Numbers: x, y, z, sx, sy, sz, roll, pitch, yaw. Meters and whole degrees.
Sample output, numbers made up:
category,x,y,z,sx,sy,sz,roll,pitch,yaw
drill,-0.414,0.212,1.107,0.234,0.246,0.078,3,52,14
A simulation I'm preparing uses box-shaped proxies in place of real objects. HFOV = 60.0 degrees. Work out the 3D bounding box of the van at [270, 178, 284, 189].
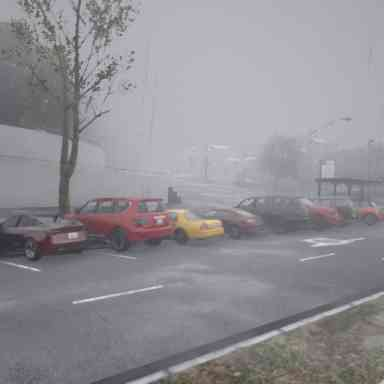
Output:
category,x,y,z,sx,sy,sz,roll,pitch,yaw
van,17.591,-1.513,65.170,1.878,1.987,4.442,7,4,35

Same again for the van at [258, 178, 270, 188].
category,x,y,z,sx,sy,sz,roll,pitch,yaw
van,15.861,-1.786,67.640,1.878,1.987,4.442,7,4,35

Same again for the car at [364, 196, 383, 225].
category,x,y,z,sx,sy,sz,roll,pitch,yaw
car,11.383,1.393,24.454,4.553,1.767,2.185,-1,-1,35

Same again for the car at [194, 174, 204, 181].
category,x,y,z,sx,sy,sz,roll,pitch,yaw
car,3.747,-3.721,84.917,2.435,2.045,5.566,7,3,34

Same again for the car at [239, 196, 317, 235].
category,x,y,z,sx,sy,sz,roll,pitch,yaw
car,3.924,1.256,19.326,5.566,2.045,2.435,-1,-1,35

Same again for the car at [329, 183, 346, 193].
category,x,y,z,sx,sy,sz,roll,pitch,yaw
car,24.566,-0.448,55.426,2.435,2.045,5.566,7,3,35

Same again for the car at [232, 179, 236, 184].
category,x,y,z,sx,sy,sz,roll,pitch,yaw
car,10.709,-2.339,75.152,2.002,1.452,4.674,7,3,35

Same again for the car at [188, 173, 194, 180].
category,x,y,z,sx,sy,sz,roll,pitch,yaw
car,1.952,-3.873,87.383,2.185,1.767,4.553,6,3,34

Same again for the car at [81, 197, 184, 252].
category,x,y,z,sx,sy,sz,roll,pitch,yaw
car,-3.427,1.245,14.109,5.566,2.045,2.435,-1,-1,34

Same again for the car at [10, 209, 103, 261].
category,x,y,z,sx,sy,sz,roll,pitch,yaw
car,-5.871,1.522,12.363,4.792,1.488,2.163,-1,-1,35

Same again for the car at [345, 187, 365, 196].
category,x,y,z,sx,sy,sz,roll,pitch,yaw
car,26.259,0.114,52.954,2.002,1.452,4.674,7,3,35

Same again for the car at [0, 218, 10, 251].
category,x,y,z,sx,sy,sz,roll,pitch,yaw
car,-8.290,1.493,10.615,4.892,1.521,2.231,-1,-1,34

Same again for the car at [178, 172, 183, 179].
category,x,y,z,sx,sy,sz,roll,pitch,yaw
car,-1.552,-4.384,92.198,2.435,2.045,5.566,1,-1,34

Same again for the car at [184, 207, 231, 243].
category,x,y,z,sx,sy,sz,roll,pitch,yaw
car,-1.108,1.499,15.938,5.366,1.575,1.946,-1,-1,35

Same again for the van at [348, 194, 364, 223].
category,x,y,z,sx,sy,sz,roll,pitch,yaw
van,8.974,1.288,22.703,4.442,1.987,1.878,-1,-1,35

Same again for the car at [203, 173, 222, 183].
category,x,y,z,sx,sy,sz,roll,pitch,yaw
car,5.599,-3.198,82.659,1.946,1.575,5.366,7,3,34

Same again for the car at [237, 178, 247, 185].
category,x,y,z,sx,sy,sz,roll,pitch,yaw
car,12.452,-2.066,72.690,2.002,1.452,4.674,7,4,35

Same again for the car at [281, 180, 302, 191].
category,x,y,z,sx,sy,sz,roll,pitch,yaw
car,19.352,-1.014,62.809,2.231,1.521,4.892,7,3,35

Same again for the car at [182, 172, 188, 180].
category,x,y,z,sx,sy,sz,roll,pitch,yaw
car,0.220,-4.107,89.852,2.185,1.767,4.553,4,1,33

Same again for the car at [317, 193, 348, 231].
category,x,y,z,sx,sy,sz,roll,pitch,yaw
car,6.437,1.259,21.032,5.566,2.045,2.435,-1,-1,35

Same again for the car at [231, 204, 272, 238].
category,x,y,z,sx,sy,sz,roll,pitch,yaw
car,1.498,1.543,17.567,4.674,1.452,2.002,-1,-1,35

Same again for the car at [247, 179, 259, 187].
category,x,y,z,sx,sy,sz,roll,pitch,yaw
car,14.285,-1.834,70.371,1.946,1.575,5.366,7,3,35
